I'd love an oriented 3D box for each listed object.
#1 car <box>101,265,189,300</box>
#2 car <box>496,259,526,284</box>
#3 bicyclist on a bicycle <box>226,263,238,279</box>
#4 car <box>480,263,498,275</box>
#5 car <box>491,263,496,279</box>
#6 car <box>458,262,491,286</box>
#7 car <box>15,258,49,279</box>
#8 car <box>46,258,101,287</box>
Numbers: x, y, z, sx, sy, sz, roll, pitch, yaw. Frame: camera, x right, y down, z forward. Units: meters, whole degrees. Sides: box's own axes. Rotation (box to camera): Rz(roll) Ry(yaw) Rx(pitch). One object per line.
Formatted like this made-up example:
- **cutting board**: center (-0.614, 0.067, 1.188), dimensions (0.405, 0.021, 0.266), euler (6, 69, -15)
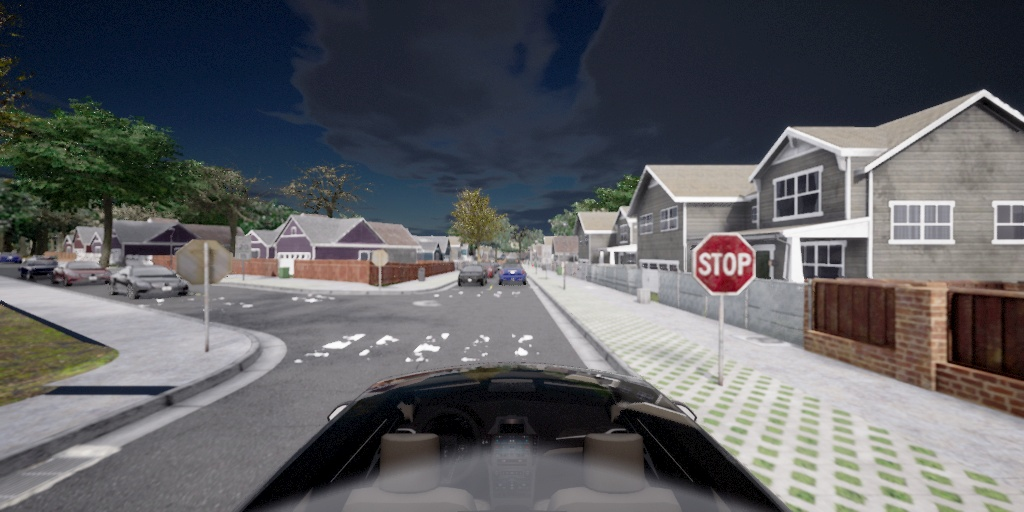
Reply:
- **car**: center (-17.162, 1.159, 16.878), dimensions (4.674, 1.442, 1.812), euler (0, 0, 30)
- **car**: center (0.039, 1.303, 29.220), dimensions (2.097, 1.767, 4.553), euler (0, 0, 0)
- **bicyclist on a bicycle**: center (-20.401, 0.842, 25.441), dimensions (0.582, 1.620, 1.656), euler (1, 1, 29)
- **car**: center (-2.945, 1.660, 47.557), dimensions (2.033, 1.411, 5.357), euler (0, -1, 0)
- **car**: center (-2.927, 1.369, 36.957), dimensions (2.097, 1.767, 4.553), euler (0, -1, 0)
- **car**: center (-2.905, 1.412, 27.160), dimensions (1.882, 1.535, 5.008), euler (0, 0, 0)
- **car**: center (-35.729, 1.022, 27.374), dimensions (4.718, 1.301, 1.895), euler (1, 1, 30)
- **car**: center (-26.863, 1.049, 22.373), dimensions (4.674, 1.442, 1.812), euler (1, 0, 29)
